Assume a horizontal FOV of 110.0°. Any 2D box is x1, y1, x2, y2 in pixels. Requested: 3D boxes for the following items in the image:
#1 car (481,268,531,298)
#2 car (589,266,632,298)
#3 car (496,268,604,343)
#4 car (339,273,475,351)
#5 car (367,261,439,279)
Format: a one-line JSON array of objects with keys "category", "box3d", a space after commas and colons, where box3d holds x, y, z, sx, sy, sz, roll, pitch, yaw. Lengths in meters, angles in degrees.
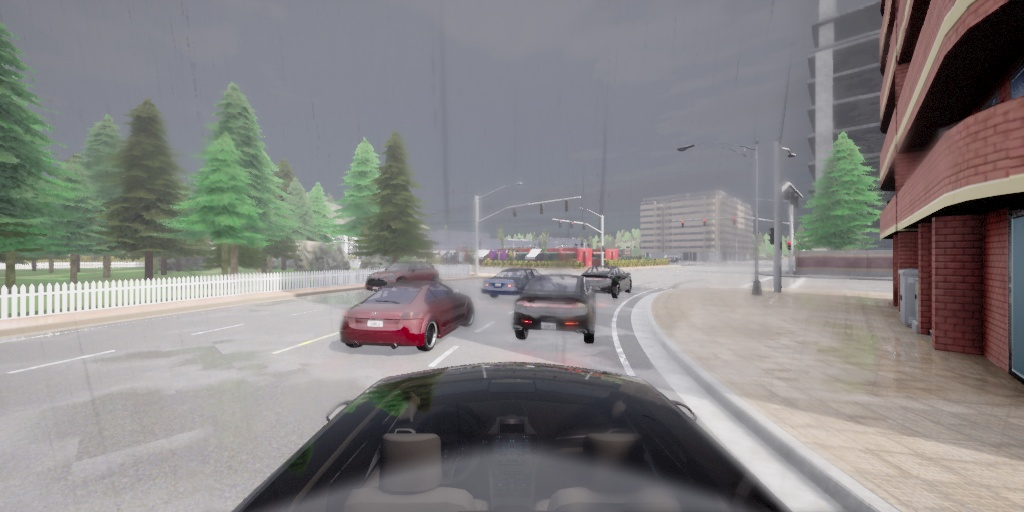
[{"category": "car", "box3d": [0.463, 1.297, 17.823, 2.033, 1.411, 5.357, 0, 0, 25]}, {"category": "car", "box3d": [4.836, 1.236, 18.338, 2.128, 1.511, 4.902, 1, 1, 29]}, {"category": "car", "box3d": [1.344, 1.241, 9.777, 2.128, 1.511, 4.902, 0, 0, 14]}, {"category": "car", "box3d": [-2.365, 1.314, 9.105, 1.994, 1.385, 4.181, 0, 0, 10]}, {"category": "car", "box3d": [-6.182, 1.099, 20.713, 2.097, 1.767, 4.553, 0, 0, 25]}]
